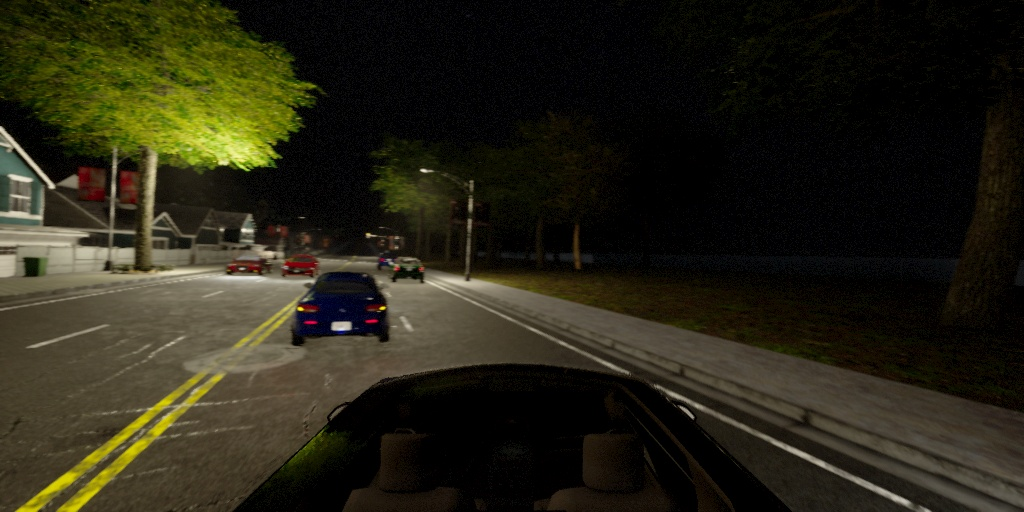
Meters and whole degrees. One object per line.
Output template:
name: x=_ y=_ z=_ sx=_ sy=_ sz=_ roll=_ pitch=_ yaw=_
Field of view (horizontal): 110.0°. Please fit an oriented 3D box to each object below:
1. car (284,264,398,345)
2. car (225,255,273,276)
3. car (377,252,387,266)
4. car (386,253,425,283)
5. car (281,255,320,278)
car: x=-4.034 y=1.099 z=8.757 sx=1.812 sy=1.442 sz=4.674 roll=3 pitch=0 yaw=-23
car: x=-18.042 y=0.612 z=24.814 sx=1.994 sy=1.385 sz=4.181 roll=3 pitch=-1 yaw=-23
car: x=-15.034 y=0.618 z=43.293 sx=2.150 sy=2.045 sz=5.566 roll=3 pitch=-1 yaw=-23
car: x=-7.522 y=0.881 z=25.401 sx=2.097 sy=1.767 sz=4.553 roll=3 pitch=-1 yaw=-22
car: x=-14.628 y=0.682 z=25.079 sx=1.882 sy=1.535 sz=5.008 roll=3 pitch=-1 yaw=-23
